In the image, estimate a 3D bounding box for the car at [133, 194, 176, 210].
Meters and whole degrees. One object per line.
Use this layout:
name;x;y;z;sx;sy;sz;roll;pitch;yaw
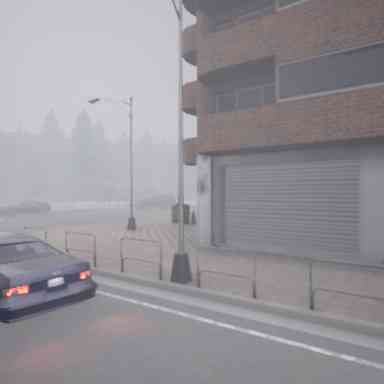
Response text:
car;-4.736;1.240;42.614;5.566;2.045;2.150;0;0;-32

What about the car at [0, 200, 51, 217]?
car;-15.826;1.518;31.387;2.128;1.511;4.902;0;0;38

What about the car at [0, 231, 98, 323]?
car;-4.327;1.567;7.061;5.357;1.411;2.033;0;0;36
